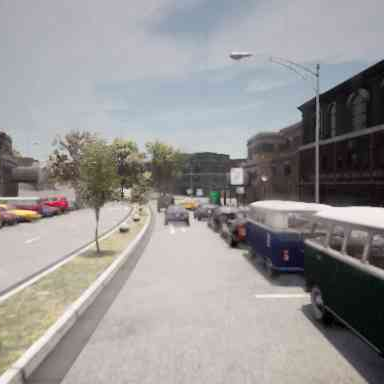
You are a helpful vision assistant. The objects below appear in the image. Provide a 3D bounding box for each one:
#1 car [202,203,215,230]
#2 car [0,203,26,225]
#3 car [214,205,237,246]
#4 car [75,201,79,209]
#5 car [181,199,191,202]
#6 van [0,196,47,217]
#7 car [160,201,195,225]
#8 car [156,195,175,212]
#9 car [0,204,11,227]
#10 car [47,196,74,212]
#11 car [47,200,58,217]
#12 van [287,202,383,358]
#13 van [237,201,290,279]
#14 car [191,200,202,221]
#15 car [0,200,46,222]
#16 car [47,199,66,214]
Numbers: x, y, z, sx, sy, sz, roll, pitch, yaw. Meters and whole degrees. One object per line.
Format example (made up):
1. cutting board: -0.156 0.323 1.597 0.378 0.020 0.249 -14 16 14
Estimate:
1. car: 2.116 1.591 21.107 2.097 1.535 5.008 0 0 -4
2. car: -14.788 1.705 23.546 4.674 1.452 2.002 0 0 -5
3. car: 2.515 1.581 15.629 2.163 1.488 4.792 0 0 -3
4. car: -17.352 1.623 42.389 4.553 1.767 2.185 0 0 -9
5. car: -0.787 1.707 44.966 1.882 1.535 5.008 0 0 -8
6. van: -15.507 1.474 28.961 4.442 1.987 1.878 0 0 -7
7. car: -1.245 1.697 25.769 2.033 1.411 5.357 0 0 -6
8. car: -3.380 1.456 42.919 2.150 2.045 5.566 0 0 -8
9. car: -14.496 1.674 20.830 4.792 1.488 2.163 0 0 -5
10. car: -16.515 1.485 36.952 5.566 2.045 2.435 0 0 -8
11. car: -15.728 1.754 31.666 4.674 1.452 2.002 0 0 -7
12. van: 2.967 1.257 4.641 1.878 1.987 4.442 0 0 0
13. van: 2.789 1.284 10.177 1.878 1.987 4.442 0 0 -2
14. car: 1.257 1.685 28.960 1.812 1.442 4.674 0 0 -6
15. car: -14.890 1.679 26.280 5.366 1.575 1.946 0 0 -6
16. car: -16.056 1.755 34.262 4.792 1.488 2.163 0 0 -8
